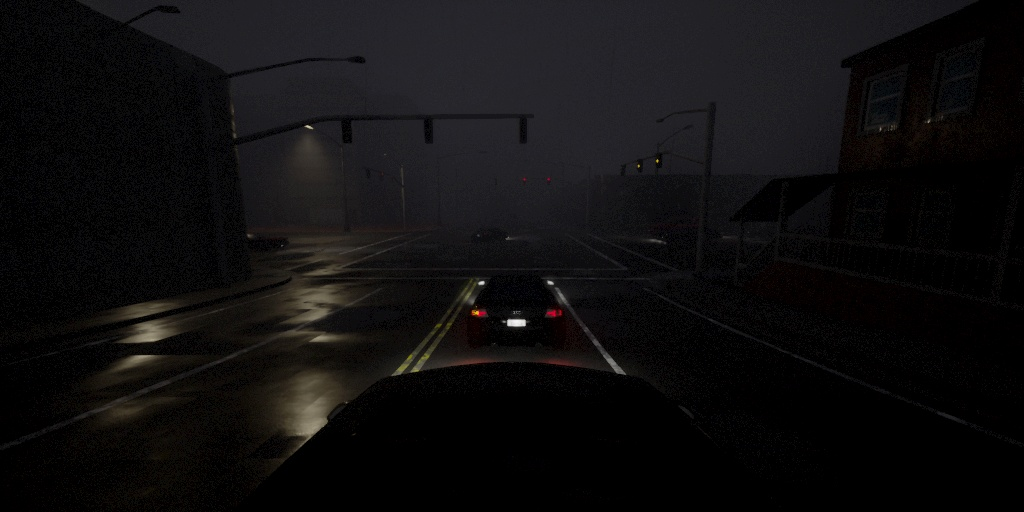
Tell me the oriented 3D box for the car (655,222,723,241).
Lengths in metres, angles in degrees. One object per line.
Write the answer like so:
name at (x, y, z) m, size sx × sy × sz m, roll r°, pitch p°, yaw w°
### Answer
car at (16.873, -2.170, 33.829) m, size 5.357 × 1.411 × 2.033 m, roll 0°, pitch 8°, yaw 0°

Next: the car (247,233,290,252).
car at (-19.532, -1.086, 26.974) m, size 4.718 × 1.301 × 1.895 m, roll 0°, pitch 8°, yaw 0°

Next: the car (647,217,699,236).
car at (17.009, -3.001, 37.242) m, size 5.566 × 2.045 × 2.150 m, roll 0°, pitch 8°, yaw 0°

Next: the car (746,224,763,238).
car at (27.038, -2.731, 37.206) m, size 4.902 × 1.511 × 2.128 m, roll 0°, pitch 8°, yaw 0°

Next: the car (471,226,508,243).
car at (-2.068, -2.117, 33.667) m, size 1.994 × 1.385 × 4.181 m, roll 5°, pitch 10°, yaw 28°

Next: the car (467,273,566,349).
car at (0.101, 1.093, 8.658) m, size 1.994 × 1.385 × 4.181 m, roll 0°, pitch 3°, yaw 0°

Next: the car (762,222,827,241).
car at (26.970, -2.234, 33.740) m, size 5.008 × 1.535 × 1.882 m, roll 0°, pitch 8°, yaw 0°
